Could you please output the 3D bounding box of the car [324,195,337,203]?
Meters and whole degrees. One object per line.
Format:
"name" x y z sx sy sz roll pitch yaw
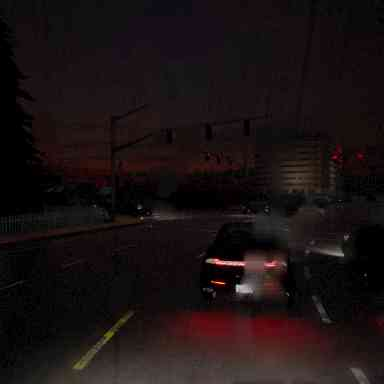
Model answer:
"car" 29.976 1.500 71.920 1.837 1.490 4.892 0 0 32

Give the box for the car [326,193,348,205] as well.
"car" 24.966 1.351 57.206 2.097 1.767 4.553 0 0 32

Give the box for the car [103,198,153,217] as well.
"car" -5.962 1.407 32.022 4.553 1.767 2.097 0 0 32

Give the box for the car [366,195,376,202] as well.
"car" 42.727 1.525 79.294 2.128 1.511 4.902 0 0 32

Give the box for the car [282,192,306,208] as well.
"car" 14.732 1.220 47.299 2.150 2.045 5.566 0 0 32

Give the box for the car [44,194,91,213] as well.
"car" -14.090 1.277 37.100 5.566 2.045 2.150 0 0 32

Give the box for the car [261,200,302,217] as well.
"car" 8.137 1.646 29.897 1.895 1.301 4.718 0 0 32

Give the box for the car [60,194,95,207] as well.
"car" -17.986 1.277 52.151 5.566 2.045 2.150 0 0 32

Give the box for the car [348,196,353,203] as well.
"car" 31.430 1.540 67.602 2.033 1.411 5.357 0 0 32

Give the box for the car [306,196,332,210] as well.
"car" 16.923 1.601 44.157 1.895 1.301 4.718 0 0 31

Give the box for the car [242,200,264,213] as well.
"car" 6.768 1.563 34.356 1.812 1.442 4.674 0 0 32

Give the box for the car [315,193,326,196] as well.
"car" 24.430 1.225 62.930 2.150 2.045 5.566 0 0 32

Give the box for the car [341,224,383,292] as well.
"car" 5.188 1.547 8.593 2.033 1.411 5.357 0 0 16

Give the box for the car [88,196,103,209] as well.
"car" -9.057 1.547 38.087 4.902 1.511 2.128 0 0 32

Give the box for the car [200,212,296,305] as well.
"car" 1.436 1.492 8.223 2.128 1.511 4.902 0 0 12

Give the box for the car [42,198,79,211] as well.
"car" -17.098 1.533 43.116 5.008 1.535 1.882 0 0 32
